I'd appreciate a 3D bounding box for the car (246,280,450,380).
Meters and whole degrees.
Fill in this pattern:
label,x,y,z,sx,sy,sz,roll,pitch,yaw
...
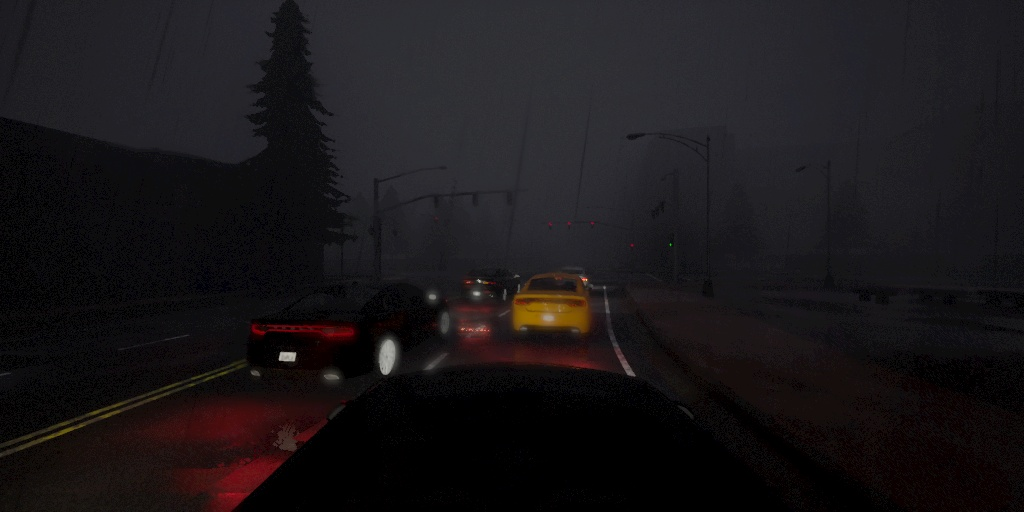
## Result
label,x,y,z,sx,sy,sz,roll,pitch,yaw
car,-2.764,1.228,7.368,1.882,1.535,5.008,0,0,7

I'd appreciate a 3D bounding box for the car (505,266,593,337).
label,x,y,z,sx,sy,sz,roll,pitch,yaw
car,1.301,1.228,10.398,1.882,1.535,5.008,0,0,11

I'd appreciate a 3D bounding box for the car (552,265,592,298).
label,x,y,z,sx,sy,sz,roll,pitch,yaw
car,3.370,1.274,19.428,1.812,1.442,4.674,0,0,14

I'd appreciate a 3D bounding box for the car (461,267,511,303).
label,x,y,z,sx,sy,sz,roll,pitch,yaw
car,-0.859,1.255,16.672,1.837,1.490,4.892,0,0,13
